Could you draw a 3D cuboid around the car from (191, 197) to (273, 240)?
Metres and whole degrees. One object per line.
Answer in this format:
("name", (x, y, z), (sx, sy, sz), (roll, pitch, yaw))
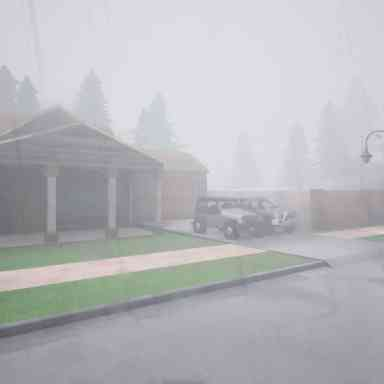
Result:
("car", (1.614, 1.176, 15.984), (1.905, 1.878, 3.866), (0, 0, -36))

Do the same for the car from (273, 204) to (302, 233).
("car", (3.434, 1.174, 17.762), (1.932, 1.855, 4.605), (0, 0, -36))
